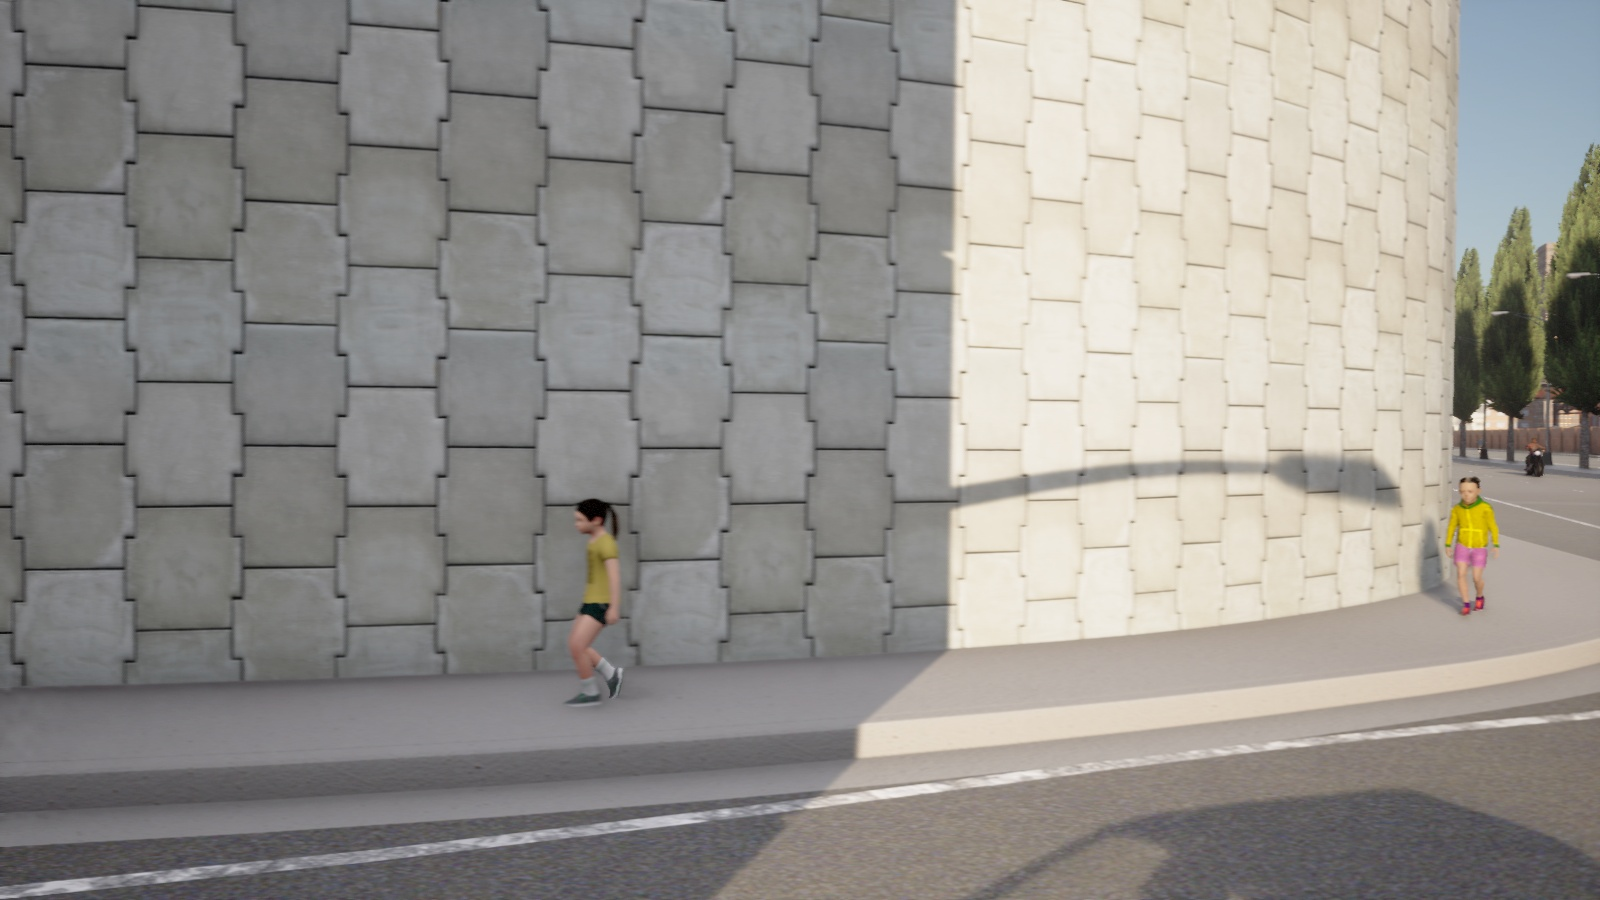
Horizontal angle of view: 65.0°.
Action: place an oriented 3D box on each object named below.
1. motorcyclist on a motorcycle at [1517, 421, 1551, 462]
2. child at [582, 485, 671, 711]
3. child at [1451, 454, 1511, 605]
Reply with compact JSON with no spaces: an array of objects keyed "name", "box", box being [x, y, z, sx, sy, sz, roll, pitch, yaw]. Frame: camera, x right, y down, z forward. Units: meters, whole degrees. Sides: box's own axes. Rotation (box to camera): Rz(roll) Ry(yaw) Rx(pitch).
[{"name":"motorcyclist on a motorcycle","box":[29.786,-0.355,50.984,0.766,1.649,2.350,0,1,19]},{"name":"child","box":[-0.896,0.746,6.468,0.394,1.110,0.255,-1,1,-21]},{"name":"child","box":[5.447,0.621,10.038,0.299,1.160,0.473,0,1,44]}]
